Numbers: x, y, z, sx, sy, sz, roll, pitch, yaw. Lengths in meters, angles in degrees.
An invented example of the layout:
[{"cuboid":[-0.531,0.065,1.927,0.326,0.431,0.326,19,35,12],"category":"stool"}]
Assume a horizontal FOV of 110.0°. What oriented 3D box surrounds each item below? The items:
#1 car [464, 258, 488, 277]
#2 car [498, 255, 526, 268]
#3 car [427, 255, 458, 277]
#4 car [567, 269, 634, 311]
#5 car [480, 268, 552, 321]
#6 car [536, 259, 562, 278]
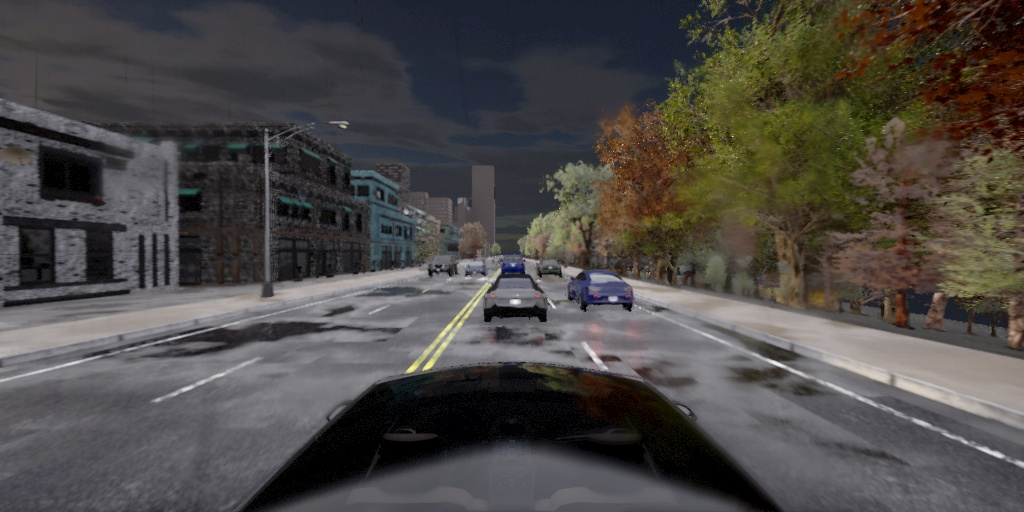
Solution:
[{"cuboid":[-3.346,1.196,34.455,1.812,1.442,4.674,0,0,0],"category":"car"},{"cuboid":[0.098,0.893,34.034,2.150,2.045,5.566,0,0,0],"category":"car"},{"cuboid":[-6.597,0.893,34.857,2.150,2.045,5.566,0,0,0],"category":"car"},{"cuboid":[3.358,1.245,14.169,1.812,1.442,4.674,0,0,0],"category":"car"},{"cuboid":[0.100,1.288,12.311,1.994,1.385,4.181,0,0,0],"category":"car"},{"cuboid":[3.346,1.025,33.282,2.097,1.767,4.553,0,0,0],"category":"car"}]
